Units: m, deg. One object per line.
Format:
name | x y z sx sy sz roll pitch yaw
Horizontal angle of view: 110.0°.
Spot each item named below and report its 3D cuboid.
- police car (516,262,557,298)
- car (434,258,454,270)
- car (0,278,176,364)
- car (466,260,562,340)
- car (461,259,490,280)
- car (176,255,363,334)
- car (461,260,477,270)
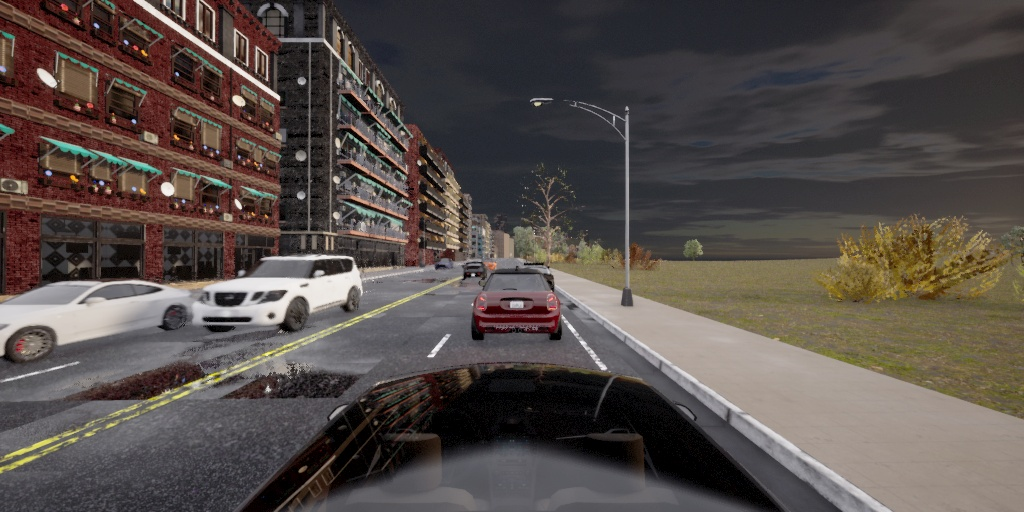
police car | 1.177 1.177 19.592 1.930 1.638 5.238 0 0 0
car | -9.729 1.102 51.510 2.097 1.767 4.553 0 0 0
car | -9.836 1.277 8.247 1.812 1.442 4.674 0 0 0
car | 0.114 1.103 10.096 2.097 1.767 4.553 0 0 0
car | -3.083 1.256 30.969 1.837 1.490 4.892 0 0 0
car | -6.582 0.973 11.018 2.150 2.045 5.566 0 0 0
car | -6.471 1.276 54.170 1.812 1.442 4.674 0 0 0
